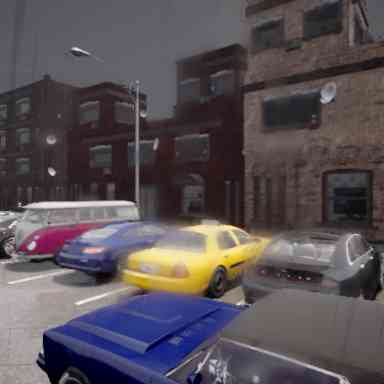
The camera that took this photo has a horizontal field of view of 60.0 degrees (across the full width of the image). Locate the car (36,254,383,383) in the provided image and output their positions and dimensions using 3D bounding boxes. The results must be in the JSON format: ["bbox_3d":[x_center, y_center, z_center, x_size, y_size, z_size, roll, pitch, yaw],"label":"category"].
[{"bbox_3d":[0.707,1.607,2.875,4.718,1.301,1.895,0,0,36],"label":"car"}]

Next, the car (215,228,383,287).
[{"bbox_3d":[2.761,1.492,6.978,2.231,1.521,4.892,-1,0,36],"label":"car"}]

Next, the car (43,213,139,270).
[{"bbox_3d":[-1.724,1.572,10.185,2.002,1.452,4.674,-1,0,36],"label":"car"}]

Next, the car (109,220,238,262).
[{"bbox_3d":[0.630,1.508,8.736,1.946,1.575,5.366,-1,0,36],"label":"car"}]

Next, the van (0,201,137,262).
[{"bbox_3d":[-3.936,1.327,11.622,1.878,1.987,4.442,-1,0,36],"label":"van"}]
